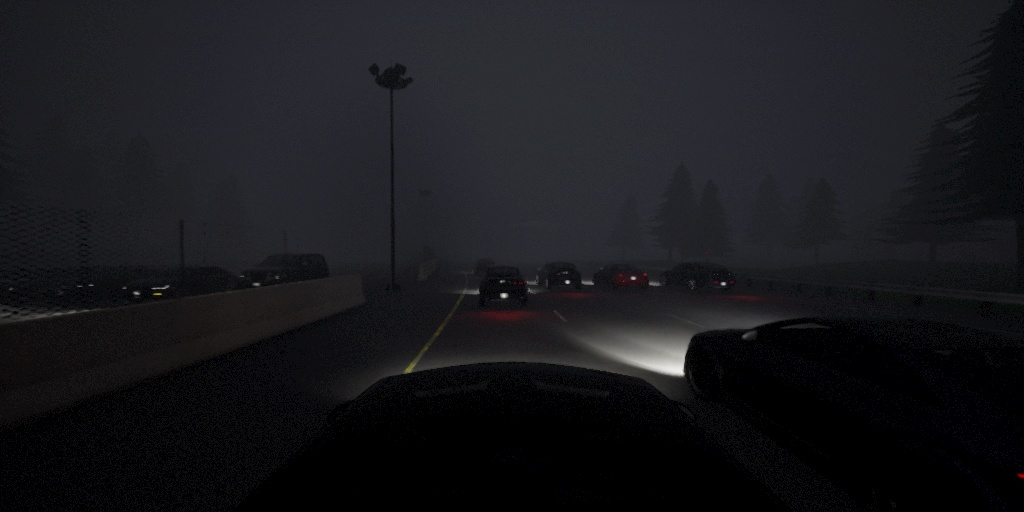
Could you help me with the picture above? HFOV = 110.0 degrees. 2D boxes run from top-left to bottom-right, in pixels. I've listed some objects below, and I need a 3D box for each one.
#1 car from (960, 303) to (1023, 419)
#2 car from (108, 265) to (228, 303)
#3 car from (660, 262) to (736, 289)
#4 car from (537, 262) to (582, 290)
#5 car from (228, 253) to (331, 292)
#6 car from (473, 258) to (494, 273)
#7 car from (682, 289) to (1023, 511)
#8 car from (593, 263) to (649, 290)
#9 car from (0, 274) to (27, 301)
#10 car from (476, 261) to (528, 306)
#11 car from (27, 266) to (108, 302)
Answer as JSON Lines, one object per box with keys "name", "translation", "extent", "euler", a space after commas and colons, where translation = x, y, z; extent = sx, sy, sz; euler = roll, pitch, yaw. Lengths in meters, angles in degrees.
{"name": "car", "translation": [7.046, 1.307, 2.515], "extent": [1.895, 1.301, 4.718], "euler": [0, 1, 0]}
{"name": "car", "translation": [-14.717, 1.192, 16.299], "extent": [1.837, 1.490, 4.892], "euler": [0, 0, -4]}
{"name": "car", "translation": [9.769, 1.036, 19.278], "extent": [1.837, 1.490, 4.892], "euler": [0, 1, -4]}
{"name": "car", "translation": [2.616, 1.059, 20.651], "extent": [1.837, 1.490, 4.892], "euler": [0, 1, -5]}
{"name": "car", "translation": [-11.364, 0.871, 18.407], "extent": [2.150, 2.045, 5.566], "euler": [0, 0, -5]}
{"name": "car", "translation": [-2.523, 0.935, 33.417], "extent": [1.882, 1.535, 5.008], "euler": [0, 1, -9]}
{"name": "car", "translation": [3.521, 1.277, 3.632], "extent": [1.994, 1.385, 4.181], "euler": [0, 1, 0]}
{"name": "car", "translation": [6.131, 1.101, 20.611], "extent": [1.994, 1.385, 4.181], "euler": [0, 1, -5]}
{"name": "car", "translation": [-21.819, 1.258, 17.438], "extent": [2.033, 1.411, 5.357], "euler": [0, 1, -5]}
{"name": "car", "translation": [-0.436, 1.128, 15.114], "extent": [1.837, 1.490, 4.892], "euler": [0, 1, -4]}
{"name": "car", "translation": [-18.259, 1.192, 16.746], "extent": [2.128, 1.511, 4.902], "euler": [0, 0, -5]}
